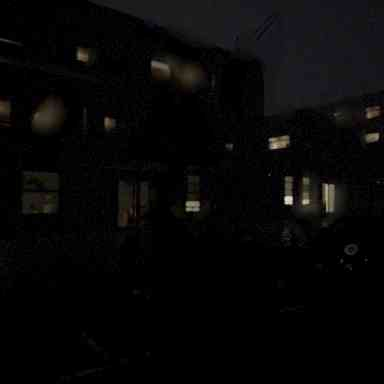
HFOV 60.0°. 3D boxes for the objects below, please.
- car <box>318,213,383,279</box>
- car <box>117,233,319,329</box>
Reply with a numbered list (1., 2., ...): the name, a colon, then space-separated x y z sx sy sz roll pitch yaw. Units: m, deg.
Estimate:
1. car: 5.057 1.496 10.164 4.097 1.590 1.967 0 0 -36
2. car: 0.553 1.607 6.949 4.206 1.307 1.802 0 0 -36
